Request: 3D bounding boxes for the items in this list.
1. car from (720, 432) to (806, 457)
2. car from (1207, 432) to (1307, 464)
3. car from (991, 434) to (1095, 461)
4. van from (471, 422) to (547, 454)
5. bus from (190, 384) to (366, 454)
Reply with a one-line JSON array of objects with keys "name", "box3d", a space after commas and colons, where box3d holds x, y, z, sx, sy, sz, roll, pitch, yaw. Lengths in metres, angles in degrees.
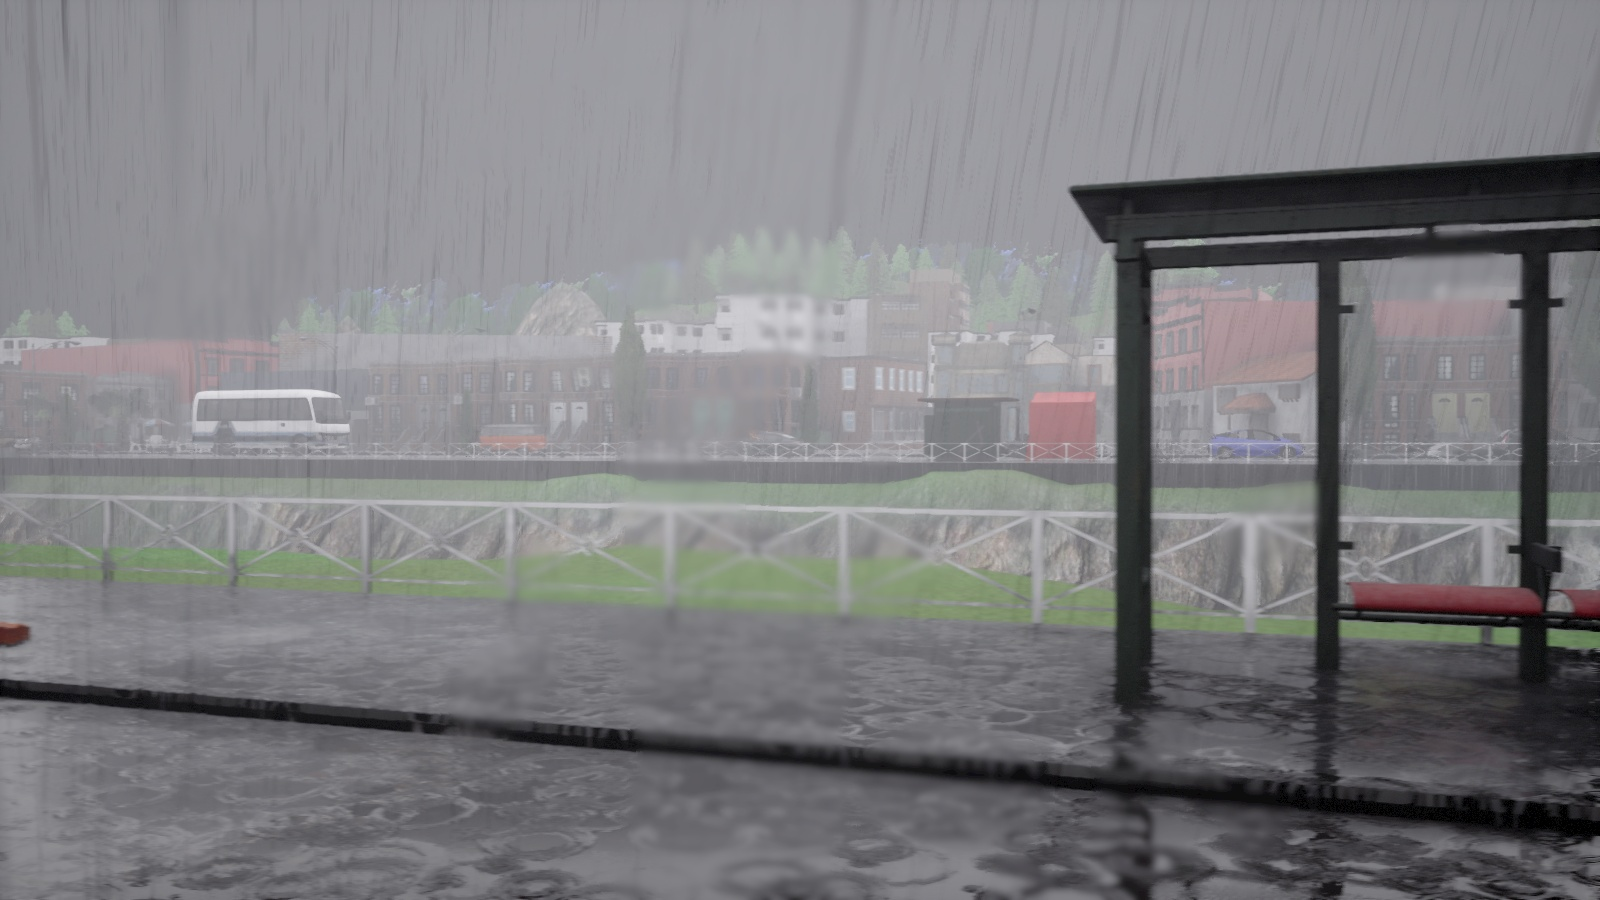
[{"name": "car", "box3d": [-2.175, -0.337, 73.764, 4.674, 1.442, 1.812, 1, 1, 19]}, {"name": "car", "box3d": [22.282, -0.125, 61.327, 4.514, 1.525, 2.007, 1, 1, 19]}, {"name": "car", "box3d": [13.290, -0.174, 68.567, 5.357, 1.411, 2.033, 1, 1, 19]}, {"name": "van", "box3d": [-18.344, -0.758, 79.194, 4.442, 1.987, 1.775, 1, 1, 19]}, {"name": "bus", "box3d": [-33.223, -1.955, 79.957, 10.273, 4.253, 3.944, 1, 1, 19]}]
